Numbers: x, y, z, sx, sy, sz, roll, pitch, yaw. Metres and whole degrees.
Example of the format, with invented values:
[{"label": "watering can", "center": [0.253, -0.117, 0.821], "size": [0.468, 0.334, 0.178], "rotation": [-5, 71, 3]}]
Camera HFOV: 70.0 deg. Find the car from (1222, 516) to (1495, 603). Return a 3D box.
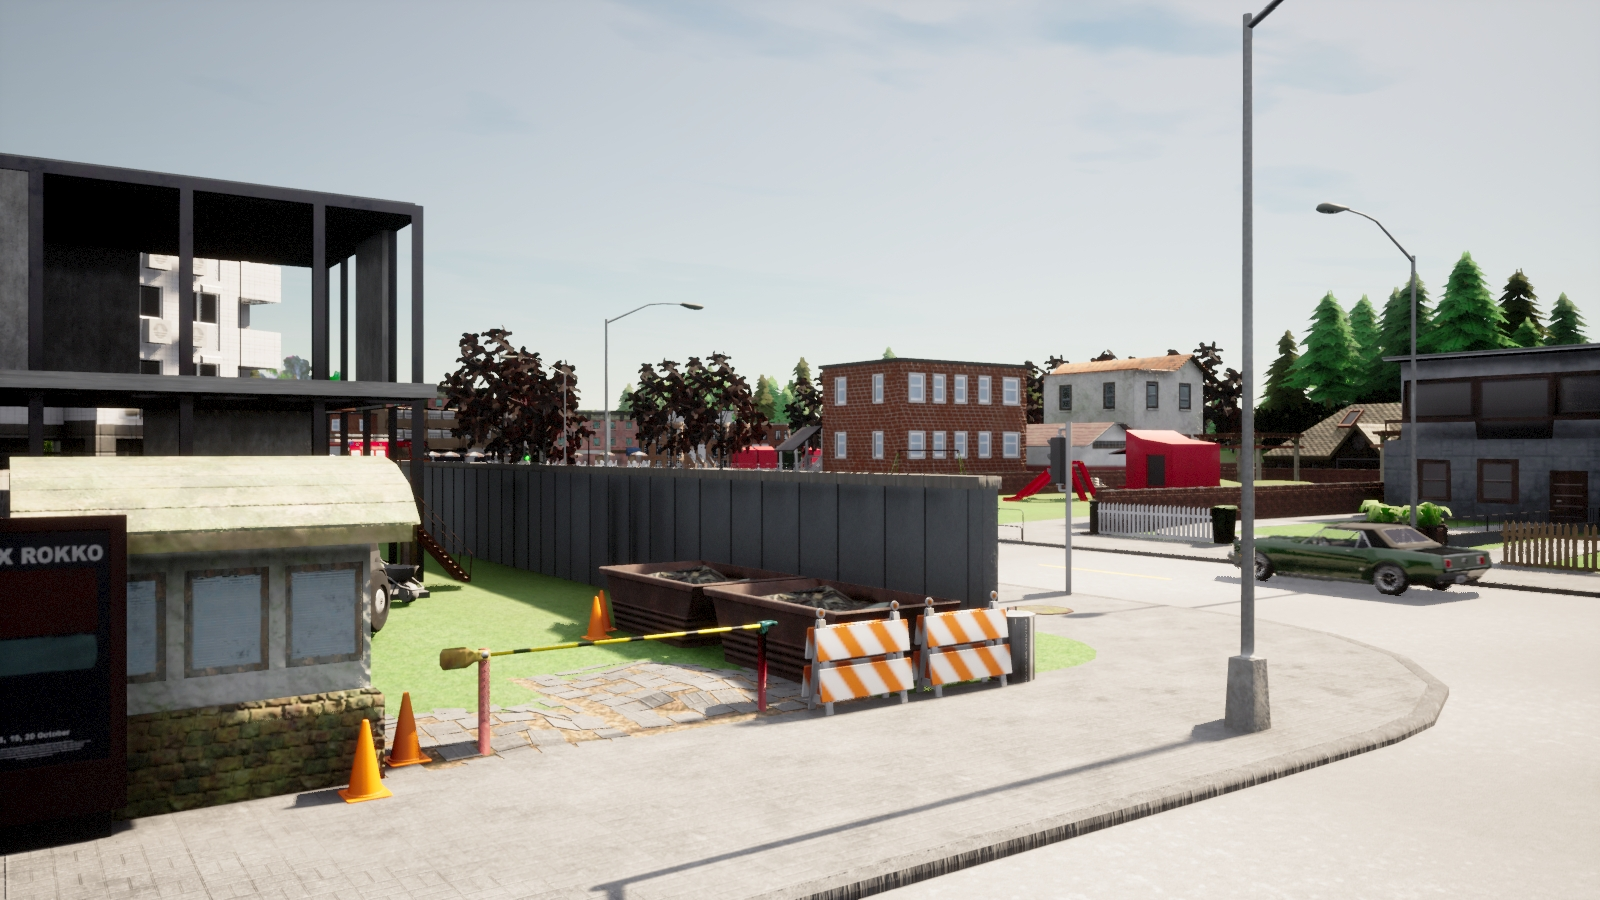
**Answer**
[{"label": "car", "center": [11.248, 2.146, 23.373], "size": [1.895, 1.301, 4.718], "rotation": [0, 0, -33]}]
